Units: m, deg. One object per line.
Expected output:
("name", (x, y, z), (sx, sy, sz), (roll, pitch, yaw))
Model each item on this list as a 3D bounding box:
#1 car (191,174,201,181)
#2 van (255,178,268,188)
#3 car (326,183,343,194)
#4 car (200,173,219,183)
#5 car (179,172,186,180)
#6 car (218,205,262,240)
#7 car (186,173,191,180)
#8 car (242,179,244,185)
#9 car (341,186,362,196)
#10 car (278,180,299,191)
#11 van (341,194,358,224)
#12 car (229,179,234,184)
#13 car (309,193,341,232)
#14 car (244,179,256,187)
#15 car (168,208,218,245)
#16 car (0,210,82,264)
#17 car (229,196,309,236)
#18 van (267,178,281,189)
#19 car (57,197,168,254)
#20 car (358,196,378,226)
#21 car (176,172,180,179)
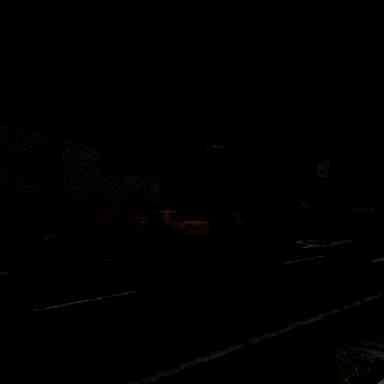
("car", (3.063, -3.703, 84.502), (2.435, 2.045, 5.566), (7, 3, 34))
("van", (15.197, -1.769, 67.240), (1.878, 1.987, 4.442), (7, 4, 35))
("car", (23.917, -0.431, 55.035), (2.435, 2.045, 5.566), (7, 3, 35))
("car", (4.918, -3.181, 82.246), (1.946, 1.575, 5.366), (7, 3, 34))
("car", (-0.470, -4.090, 89.432), (2.185, 1.767, 4.553), (4, 1, 33))
("car", (0.894, 1.546, 17.148), (4.674, 1.452, 2.002), (-1, -1, 35))
("car", (1.264, -3.855, 86.965), (2.185, 1.767, 4.553), (6, 3, 34))
("car", (11.783, -2.048, 72.285), (2.002, 1.452, 4.674), (7, 3, 35))
("car", (25.612, 0.132, 52.566), (2.002, 1.452, 4.674), (7, 3, 35))
("car", (18.694, -0.997, 62.412), (2.231, 1.521, 4.892), (7, 3, 35))
("van", (8.364, 1.294, 22.293), (4.442, 1.987, 1.878), (-1, -1, 35))
("car", (10.036, -2.322, 74.745), (2.002, 1.452, 4.674), (7, 3, 35))
("car", (5.829, 1.265, 20.619), (5.566, 2.045, 2.435), (-1, -1, 35))
("car", (13.618, -1.817, 69.968), (1.946, 1.575, 5.366), (7, 3, 35))
("car", (-1.710, 1.501, 15.516), (5.366, 1.575, 1.946), (-1, -1, 34))
("car", (-6.468, 1.523, 11.935), (4.792, 1.488, 2.163), (-1, -1, 34))
("car", (3.318, 1.260, 18.910), (5.566, 2.045, 2.435), (-1, -1, 35))
("van", (16.930, -1.496, 64.771), (1.878, 1.987, 4.442), (7, 4, 35))
("car", (-4.027, 1.246, 13.685), (5.566, 2.045, 2.435), (-1, -1, 34))
("car", (10.770, 1.400, 24.047), (4.553, 1.767, 2.185), (-1, -1, 35))
("car", (-2.245, -4.367, 91.777), (2.435, 2.045, 5.566), (1, -1, 34))
